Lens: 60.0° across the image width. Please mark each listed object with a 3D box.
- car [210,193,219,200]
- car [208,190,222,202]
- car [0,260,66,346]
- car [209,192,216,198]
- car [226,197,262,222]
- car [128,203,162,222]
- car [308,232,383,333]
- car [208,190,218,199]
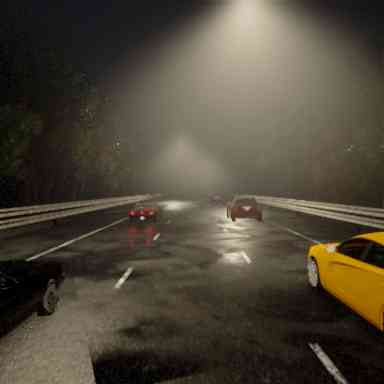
[{"bbox_3d":[4.720,0.917,70.473,1.882,1.535,5.008,0,0,2],"label":"car"},{"bbox_3d":[4.378,0.961,59.523,2.033,1.649,4.856,0,0,2],"label":"car"},{"bbox_3d":[-3.387,1.566,4.368,1.895,1.301,4.718,0,0,0],"label":"car"},{"bbox_3d":[5.573,0.760,92.366,1.837,1.490,4.892,0,0,3],"label":"car"},{"bbox_3d":[3.770,1.160,24.718,2.097,1.767,4.553,0,0,1],"label":"car"},{"bbox_3d":[-3.240,1.413,24.128,1.895,1.301,4.718,0,0,1],"label":"car"},{"bbox_3d":[3.619,1.433,5.782,1.882,1.535,5.008,0,0,0],"label":"car"},{"bbox_3d":[5.120,0.570,81.448,2.150,2.045,5.566,0,0,2],"label":"car"}]
